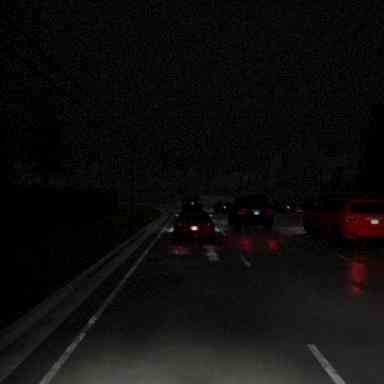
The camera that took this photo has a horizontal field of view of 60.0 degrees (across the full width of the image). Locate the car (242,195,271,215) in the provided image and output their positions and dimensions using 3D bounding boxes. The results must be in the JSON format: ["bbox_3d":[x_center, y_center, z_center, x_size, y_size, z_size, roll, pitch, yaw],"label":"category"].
[{"bbox_3d":[7.110,1.321,37.274,2.150,2.045,5.566,0,0,0],"label":"car"}]

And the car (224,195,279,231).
[{"bbox_3d":[3.594,1.279,21.281,2.150,2.045,5.566,0,0,0],"label":"car"}]

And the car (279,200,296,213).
[{"bbox_3d":[10.611,1.667,38.735,1.994,1.385,4.181,0,0,0],"label":"car"}]

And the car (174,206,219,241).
[{"bbox_3d":[0.105,1.610,17.008,1.994,1.385,4.181,0,0,0],"label":"car"}]

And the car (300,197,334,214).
[{"bbox_3d":[14.111,1.453,37.870,2.097,1.767,4.553,0,0,0],"label":"car"}]

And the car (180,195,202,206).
[{"bbox_3d":[-0.113,1.318,37.290,2.150,2.045,5.566,0,0,-3],"label":"car"}]

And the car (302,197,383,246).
[{"bbox_3d":[7.105,1.263,15.605,2.150,2.045,5.566,0,0,0],"label":"car"}]

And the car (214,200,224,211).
[{"bbox_3d":[3.611,1.666,38.894,1.994,1.385,4.181,0,0,0],"label":"car"}]
